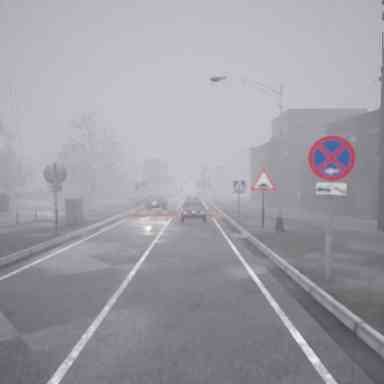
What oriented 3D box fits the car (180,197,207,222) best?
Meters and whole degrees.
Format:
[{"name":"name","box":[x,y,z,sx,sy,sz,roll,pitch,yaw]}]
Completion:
[{"name":"car","box":[0.108,1.345,24.457,2.033,1.411,5.357,0,1,0]}]

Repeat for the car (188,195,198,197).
[{"name":"car","box":[0.114,1.095,40.367,1.994,1.385,4.181,0,1,0]}]

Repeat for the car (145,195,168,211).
[{"name":"car","box":[-3.298,1.044,31.537,2.128,1.511,4.902,0,-5,0]}]
